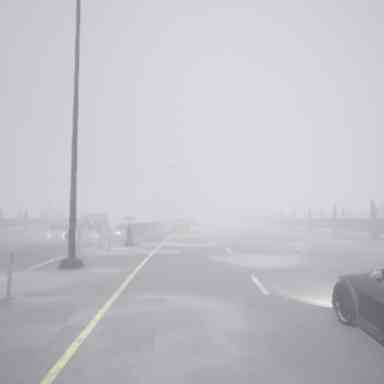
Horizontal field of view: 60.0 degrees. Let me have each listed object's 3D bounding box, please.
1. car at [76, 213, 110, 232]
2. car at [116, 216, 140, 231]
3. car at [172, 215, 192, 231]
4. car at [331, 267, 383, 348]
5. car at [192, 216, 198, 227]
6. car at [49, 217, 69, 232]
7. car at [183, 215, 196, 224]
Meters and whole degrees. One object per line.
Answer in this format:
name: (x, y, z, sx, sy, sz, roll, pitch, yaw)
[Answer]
car: (-10.592, 3.265, 36.357, 2.150, 2.045, 5.566, 0, -4, 0)
car: (-7.087, 3.483, 37.520, 2.097, 1.767, 4.553, 0, -4, 0)
car: (-1.230, 3.565, 37.218, 1.801, 1.575, 5.366, 0, -4, 0)
car: (3.599, 1.613, 4.557, 1.994, 1.385, 4.181, 0, -1, 0)
car: (-0.004, 4.938, 54.039, 1.994, 1.385, 4.181, 0, -4, 0)
car: (-14.089, 3.565, 36.928, 1.882, 1.535, 5.008, 0, -4, 0)
car: (-0.495, 5.687, 68.863, 2.097, 1.767, 4.553, 1, -4, -8)
